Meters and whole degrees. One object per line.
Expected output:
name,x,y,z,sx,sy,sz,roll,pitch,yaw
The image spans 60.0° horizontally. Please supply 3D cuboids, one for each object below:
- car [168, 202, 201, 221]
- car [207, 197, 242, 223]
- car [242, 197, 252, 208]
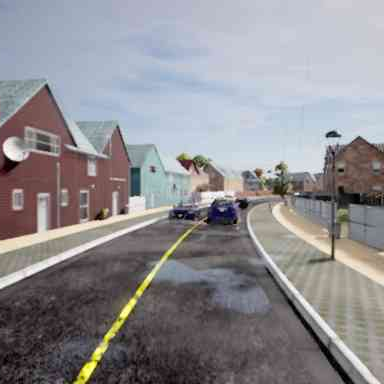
car,-0.495,1.445,25.371,1.994,1.385,4.181,0,0,10
car,2.348,1.230,24.422,2.097,1.767,4.553,0,0,9
car,6.320,1.270,41.749,1.994,1.385,4.181,0,1,16
